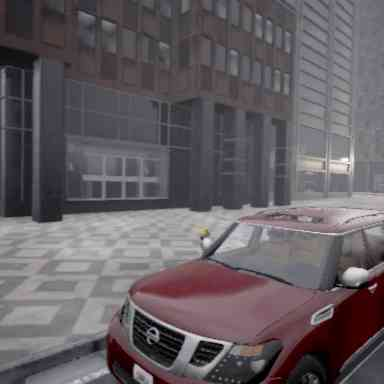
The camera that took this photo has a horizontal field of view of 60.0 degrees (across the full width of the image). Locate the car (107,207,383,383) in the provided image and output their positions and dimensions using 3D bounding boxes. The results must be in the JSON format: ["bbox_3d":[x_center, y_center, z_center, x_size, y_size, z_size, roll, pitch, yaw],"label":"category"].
[{"bbox_3d":[1.442,1.192,4.447,5.009,1.841,2.192,-1,3,-43],"label":"car"}]
